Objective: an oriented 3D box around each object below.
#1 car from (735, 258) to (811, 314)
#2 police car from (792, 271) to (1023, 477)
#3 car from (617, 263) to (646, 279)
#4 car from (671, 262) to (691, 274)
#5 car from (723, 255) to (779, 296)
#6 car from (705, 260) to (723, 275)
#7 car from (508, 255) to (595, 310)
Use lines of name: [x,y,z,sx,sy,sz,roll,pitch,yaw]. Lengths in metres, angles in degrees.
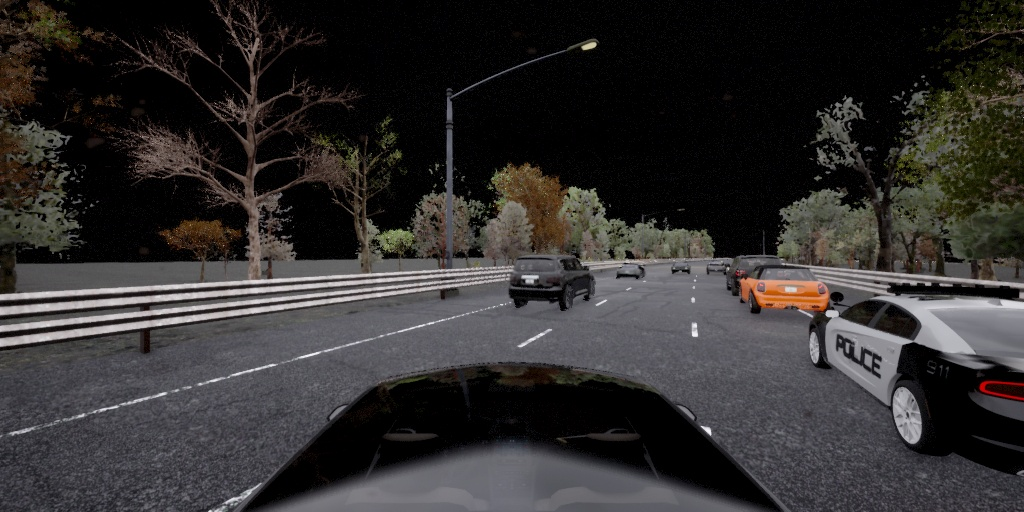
car: [9.918,1.102,13.421,2.097,1.767,4.553,0,0,27]
police car: [5.603,1.175,4.695,1.930,1.638,5.238,0,0,26]
car: [10.785,1.323,32.370,1.994,1.385,4.181,0,0,28]
car: [19.294,1.370,40.810,1.895,1.301,4.718,0,0,29]
car: [12.626,0.978,18.758,2.150,2.045,5.566,0,0,27]
car: [22.407,1.261,39.332,2.128,1.511,4.902,0,0,29]
car: [1.836,0.974,14.994,2.150,2.045,5.566,0,0,27]
